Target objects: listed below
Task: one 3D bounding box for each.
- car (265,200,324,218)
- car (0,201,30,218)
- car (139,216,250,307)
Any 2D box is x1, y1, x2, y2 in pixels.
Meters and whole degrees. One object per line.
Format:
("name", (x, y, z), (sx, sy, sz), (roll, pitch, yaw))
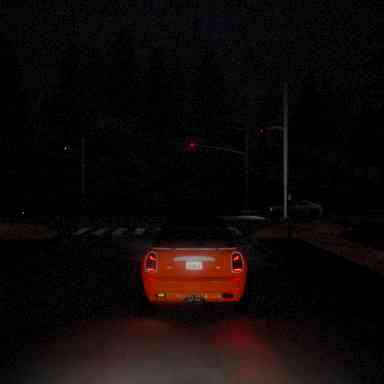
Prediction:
("car", (8.362, 1.364, 27.361), (4.674, 1.442, 1.812), (0, 0, 0))
("car", (-16.032, 1.438, 27.287), (4.718, 1.301, 1.895), (0, 0, 0))
("car", (0.049, 1.352, 8.149), (2.097, 1.767, 4.553), (0, 0, 0))
